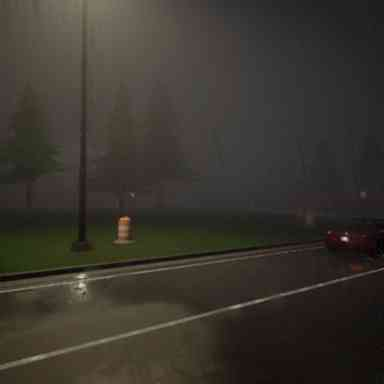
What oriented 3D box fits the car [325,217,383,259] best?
[{"bbox_3d":[7.250,1.712,13.380,4.181,1.385,1.994,1,0,-35],"label":"car"}]
